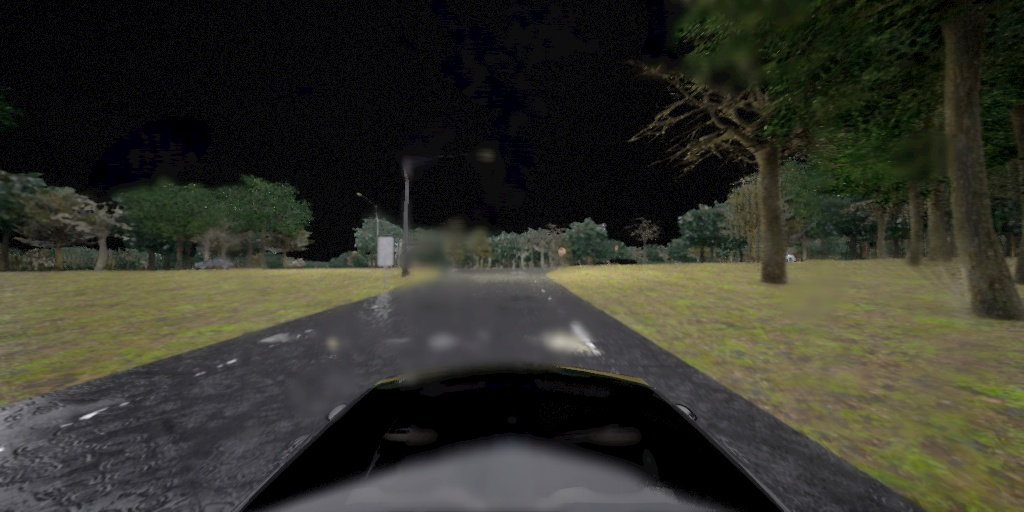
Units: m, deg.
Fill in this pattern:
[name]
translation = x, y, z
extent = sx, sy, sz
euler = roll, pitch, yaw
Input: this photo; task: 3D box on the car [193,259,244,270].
[car]
translation = -37.126, 1.111, 45.434
extent = 5.357, 1.411, 2.033
euler = -1, -3, 1
